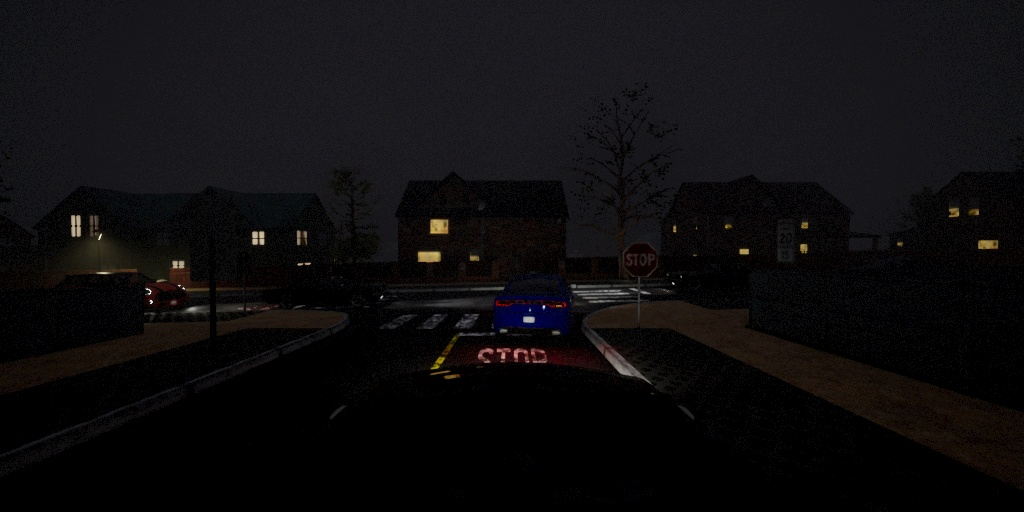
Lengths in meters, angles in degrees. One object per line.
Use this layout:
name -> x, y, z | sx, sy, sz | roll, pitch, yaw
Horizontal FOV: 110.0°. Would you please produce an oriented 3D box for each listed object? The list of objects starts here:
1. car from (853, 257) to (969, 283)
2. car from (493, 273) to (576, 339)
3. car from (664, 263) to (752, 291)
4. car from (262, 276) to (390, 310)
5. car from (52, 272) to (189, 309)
car -> 20.060, 0.753, 18.365 | 5.357, 1.411, 2.033 | -1, 1, 0
car -> 0.788, 1.226, 10.198 | 1.882, 1.535, 5.008 | 0, 0, 10
car -> 10.414, 1.034, 18.331 | 4.718, 1.301, 1.895 | -1, 1, -1
car -> -7.808, 1.506, 15.408 | 4.718, 1.301, 1.895 | -1, 1, 0
car -> -16.796, 1.472, 15.402 | 4.553, 1.767, 2.097 | -1, 1, 0
